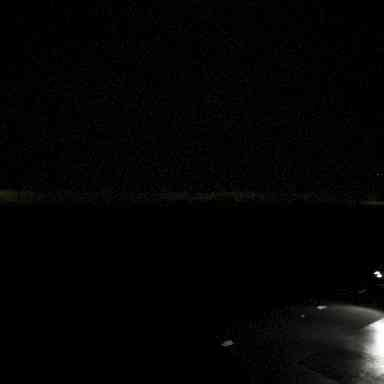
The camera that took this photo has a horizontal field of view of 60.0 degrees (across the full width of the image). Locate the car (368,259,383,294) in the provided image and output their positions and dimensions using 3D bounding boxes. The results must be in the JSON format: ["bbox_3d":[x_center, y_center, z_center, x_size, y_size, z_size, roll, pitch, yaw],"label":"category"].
[{"bbox_3d":[6.198,1.534,7.697,5.357,1.411,2.033,-1,-1,-37],"label":"car"}]

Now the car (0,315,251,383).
[{"bbox_3d":[-1.961,1.603,1.594,5.357,1.411,2.033,0,-1,-37],"label":"car"}]
